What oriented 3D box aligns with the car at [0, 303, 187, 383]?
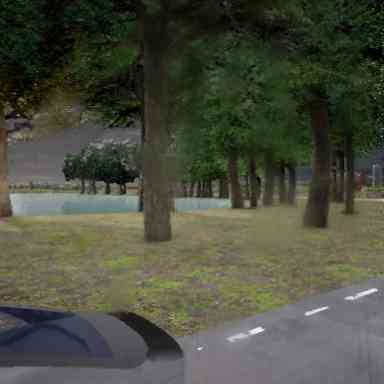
[{"bbox_3d":[-2.208,1.493,1.453,4.902,1.511,2.128,0,0,-35],"label":"car"}]
